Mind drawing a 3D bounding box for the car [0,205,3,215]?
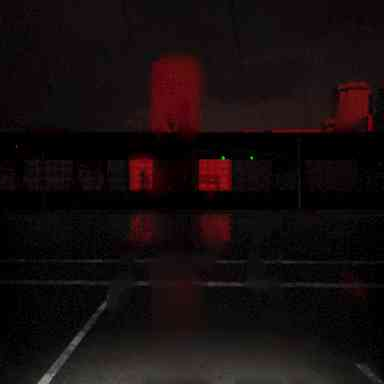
[{"bbox_3d":[-18.460,1.460,27.659,5.008,1.535,1.882,0,0,3],"label":"car"}]
